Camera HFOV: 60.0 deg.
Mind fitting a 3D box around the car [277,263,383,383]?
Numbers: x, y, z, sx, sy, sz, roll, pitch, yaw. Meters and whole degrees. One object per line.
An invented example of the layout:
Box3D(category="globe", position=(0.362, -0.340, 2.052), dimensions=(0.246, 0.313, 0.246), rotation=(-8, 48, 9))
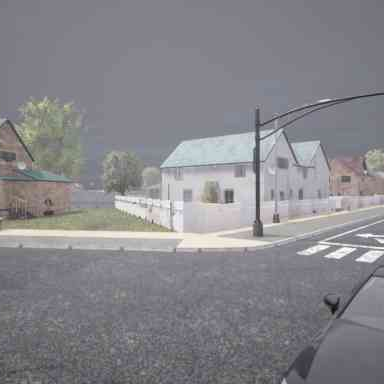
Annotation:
Box3D(category="car", position=(2.565, 1.524, 3.471), dimensions=(1.812, 1.442, 4.674), rotation=(0, 0, 42))
